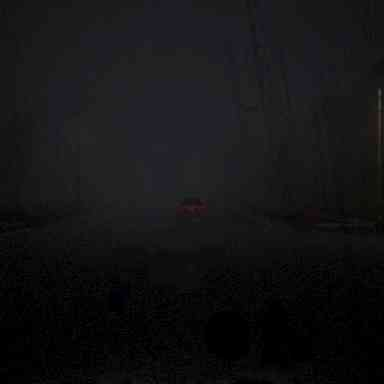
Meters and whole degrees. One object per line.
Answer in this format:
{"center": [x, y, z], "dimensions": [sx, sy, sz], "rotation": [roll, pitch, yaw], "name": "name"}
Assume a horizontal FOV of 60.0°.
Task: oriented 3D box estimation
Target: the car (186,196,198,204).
{"center": [-0.024, 1.376, 56.729], "dimensions": [1.895, 1.301, 4.718], "rotation": [0, 0, 0], "name": "car"}

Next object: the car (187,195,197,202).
{"center": [-0.028, 1.333, 66.730], "dimensions": [1.895, 1.301, 4.718], "rotation": [0, 0, 0], "name": "car"}

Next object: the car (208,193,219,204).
{"center": [3.476, 1.255, 56.284], "dimensions": [1.882, 1.535, 5.008], "rotation": [0, 0, 0], "name": "car"}

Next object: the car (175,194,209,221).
{"center": [-0.010, 1.247, 26.458], "dimensions": [2.097, 1.767, 4.553], "rotation": [0, 0, 0], "name": "car"}

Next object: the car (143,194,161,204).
{"center": [-7.024, 1.128, 56.632], "dimensions": [2.097, 1.767, 4.553], "rotation": [0, 0, 0], "name": "car"}

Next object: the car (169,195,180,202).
{"center": [-3.528, 1.333, 66.729], "dimensions": [1.895, 1.301, 4.718], "rotation": [0, 0, 0], "name": "car"}

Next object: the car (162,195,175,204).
{"center": [-3.524, 1.255, 56.281], "dimensions": [1.882, 1.535, 5.008], "rotation": [0, 0, 0], "name": "car"}

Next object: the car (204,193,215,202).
{"center": [3.472, 1.082, 66.671], "dimensions": [2.097, 1.767, 4.553], "rotation": [0, 0, 0], "name": "car"}
